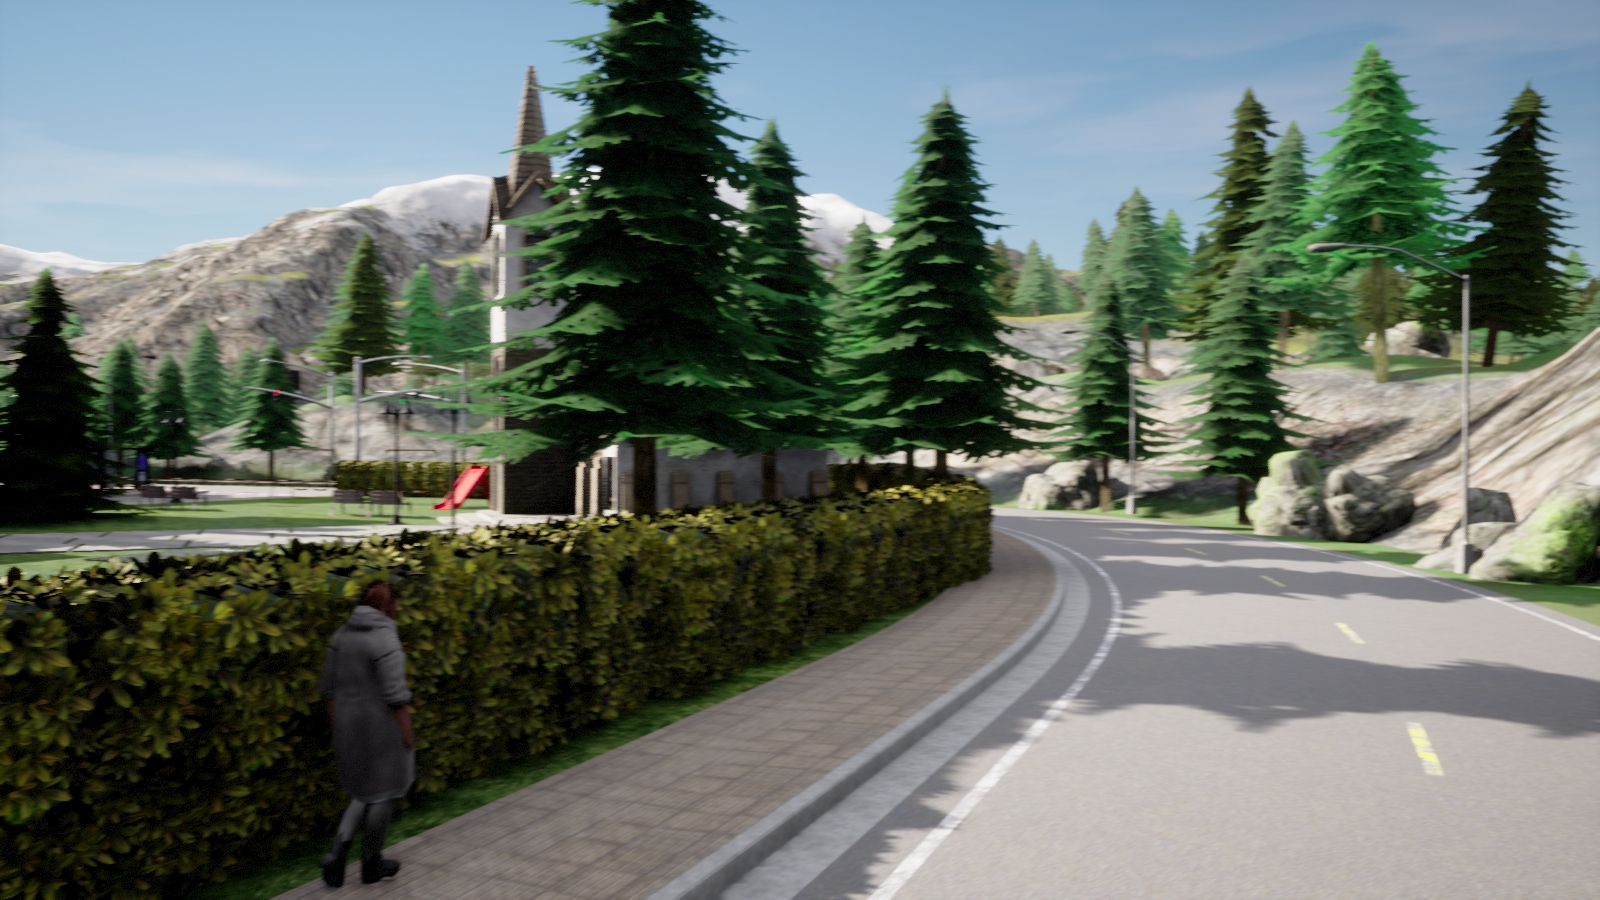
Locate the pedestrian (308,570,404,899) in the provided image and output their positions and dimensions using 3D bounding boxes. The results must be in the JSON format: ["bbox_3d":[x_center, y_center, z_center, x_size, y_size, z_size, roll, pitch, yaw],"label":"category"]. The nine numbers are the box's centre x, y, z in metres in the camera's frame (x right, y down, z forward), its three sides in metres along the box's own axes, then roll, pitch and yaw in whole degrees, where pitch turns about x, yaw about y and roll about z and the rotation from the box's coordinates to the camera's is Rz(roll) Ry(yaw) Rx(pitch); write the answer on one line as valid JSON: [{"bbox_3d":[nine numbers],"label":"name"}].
[{"bbox_3d":[-2.672,1.681,6.884,0.375,1.860,0.375,0,0,25],"label":"pedestrian"}]
